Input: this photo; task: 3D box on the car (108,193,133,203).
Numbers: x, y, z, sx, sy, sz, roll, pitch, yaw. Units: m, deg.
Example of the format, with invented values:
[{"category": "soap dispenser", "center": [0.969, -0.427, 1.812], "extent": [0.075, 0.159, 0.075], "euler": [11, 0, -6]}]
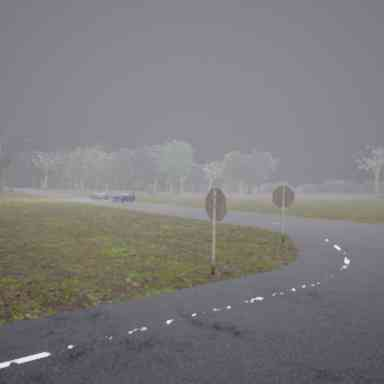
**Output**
[{"category": "car", "center": [-10.768, 0.835, 51.280], "extent": [1.882, 1.535, 5.008], "euler": [2, 0, -35]}]

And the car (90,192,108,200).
[{"category": "car", "center": [-16.698, 0.703, 59.845], "extent": [2.033, 1.411, 5.357], "euler": [2, 0, -35]}]
